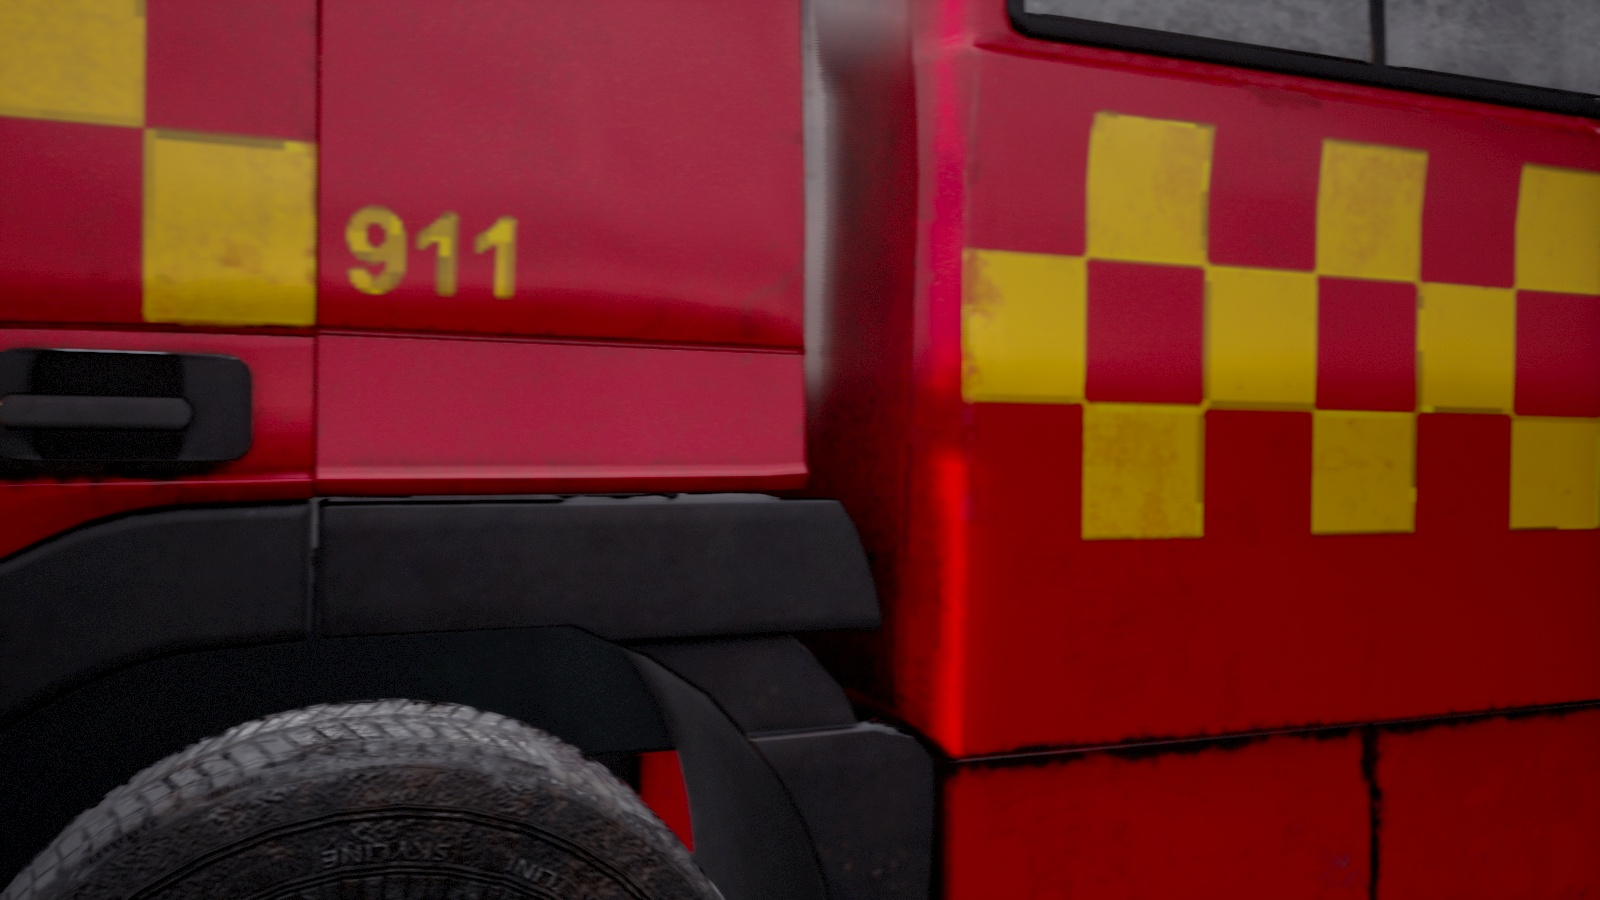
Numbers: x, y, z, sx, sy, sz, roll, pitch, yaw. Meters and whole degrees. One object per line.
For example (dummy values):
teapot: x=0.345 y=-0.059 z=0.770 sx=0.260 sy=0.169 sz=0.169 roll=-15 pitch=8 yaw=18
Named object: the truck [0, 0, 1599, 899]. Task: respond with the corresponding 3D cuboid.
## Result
truck: x=1.116 y=-0.425 z=3.649 sx=8.468 sy=3.827 sz=2.891 roll=-1 pitch=1 yaw=-21
